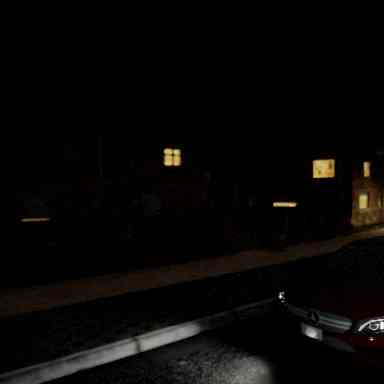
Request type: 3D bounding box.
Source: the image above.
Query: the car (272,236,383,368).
[{"bbox_3d":[3.384,1.548,5.722,4.674,1.442,1.812,0,0,-38],"label":"car"}]
